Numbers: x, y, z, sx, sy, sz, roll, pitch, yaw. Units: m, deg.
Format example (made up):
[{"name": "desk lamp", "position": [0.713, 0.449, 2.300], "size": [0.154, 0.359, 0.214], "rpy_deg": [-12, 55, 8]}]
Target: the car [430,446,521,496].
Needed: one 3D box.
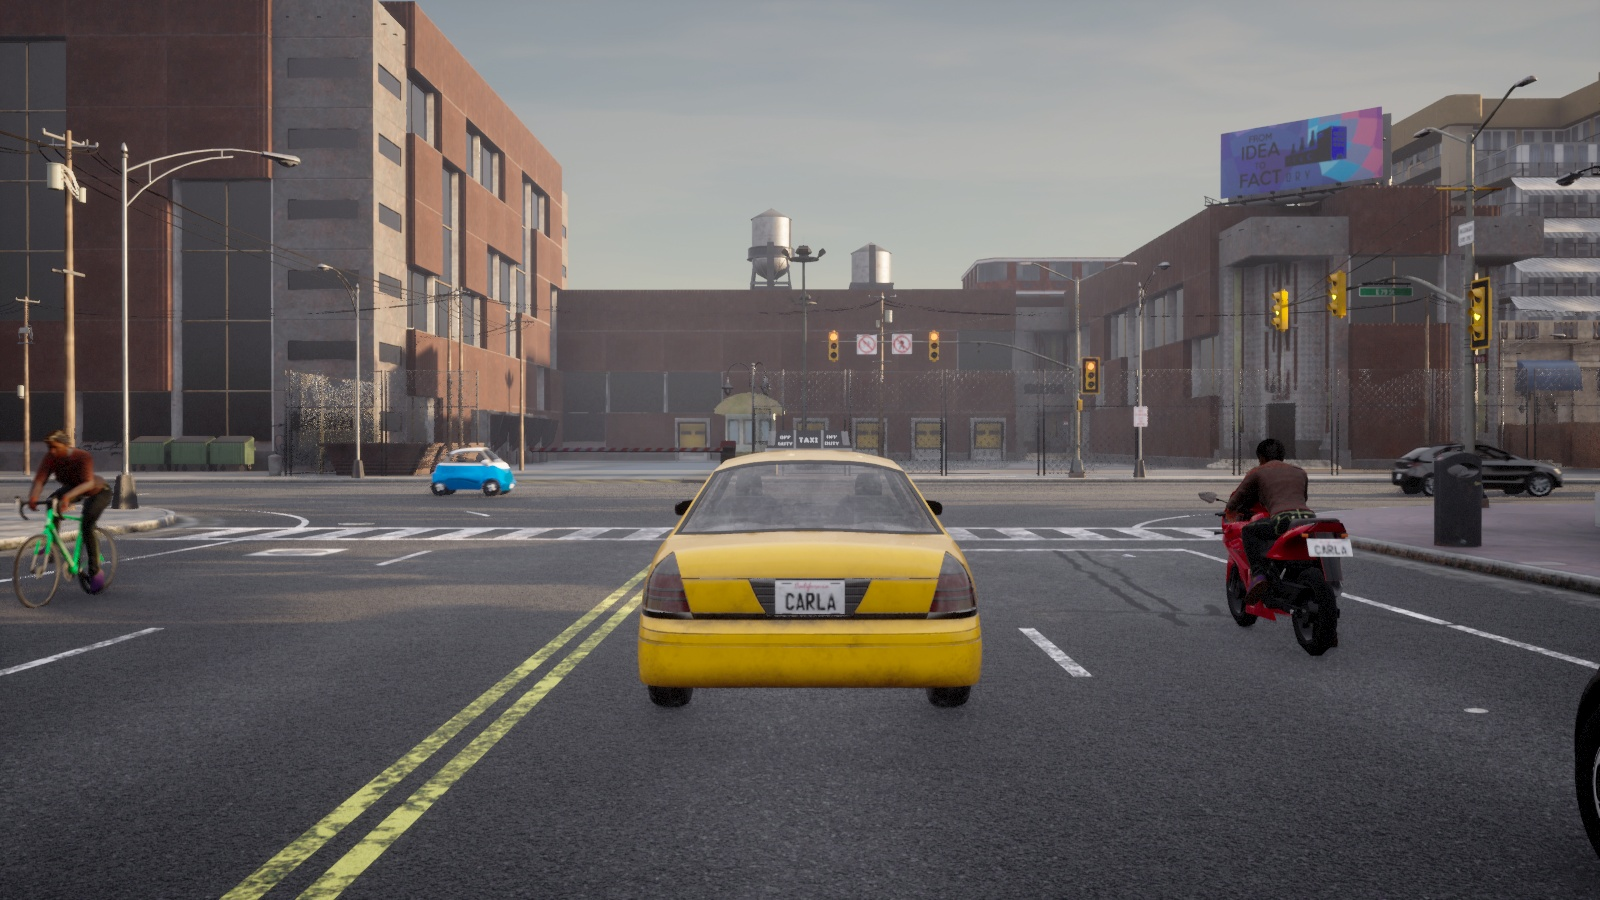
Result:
[{"name": "car", "position": [-9.212, 0.592, 35.767], "size": [2.207, 1.376, 1.481], "rpy_deg": [0, 0, 1]}]

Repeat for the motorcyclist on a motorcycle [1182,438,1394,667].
[{"name": "motorcyclist on a motorcycle", "position": [3.563, 0.678, 9.397], "size": [0.797, 1.523, 2.044], "rpy_deg": [0, 0, 0]}]

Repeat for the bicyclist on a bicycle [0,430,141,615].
[{"name": "bicyclist on a bicycle", "position": [-6.940, 0.627, 11.828], "size": [0.582, 1.620, 1.656], "rpy_deg": [0, 1, 0]}]

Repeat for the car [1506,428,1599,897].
[{"name": "car", "position": [3.526, 0.712, 2.849], "size": [1.789, 1.549, 3.705], "rpy_deg": [0, 0, 1]}]

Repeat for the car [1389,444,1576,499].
[{"name": "car", "position": [18.951, 0.578, 35.025], "size": [4.193, 1.474, 1.816], "rpy_deg": [0, 0, 6]}]

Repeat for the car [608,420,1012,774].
[{"name": "car", "position": [0.057, 0.639, 8.274], "size": [1.801, 1.575, 5.366], "rpy_deg": [0, 0, 0]}]
